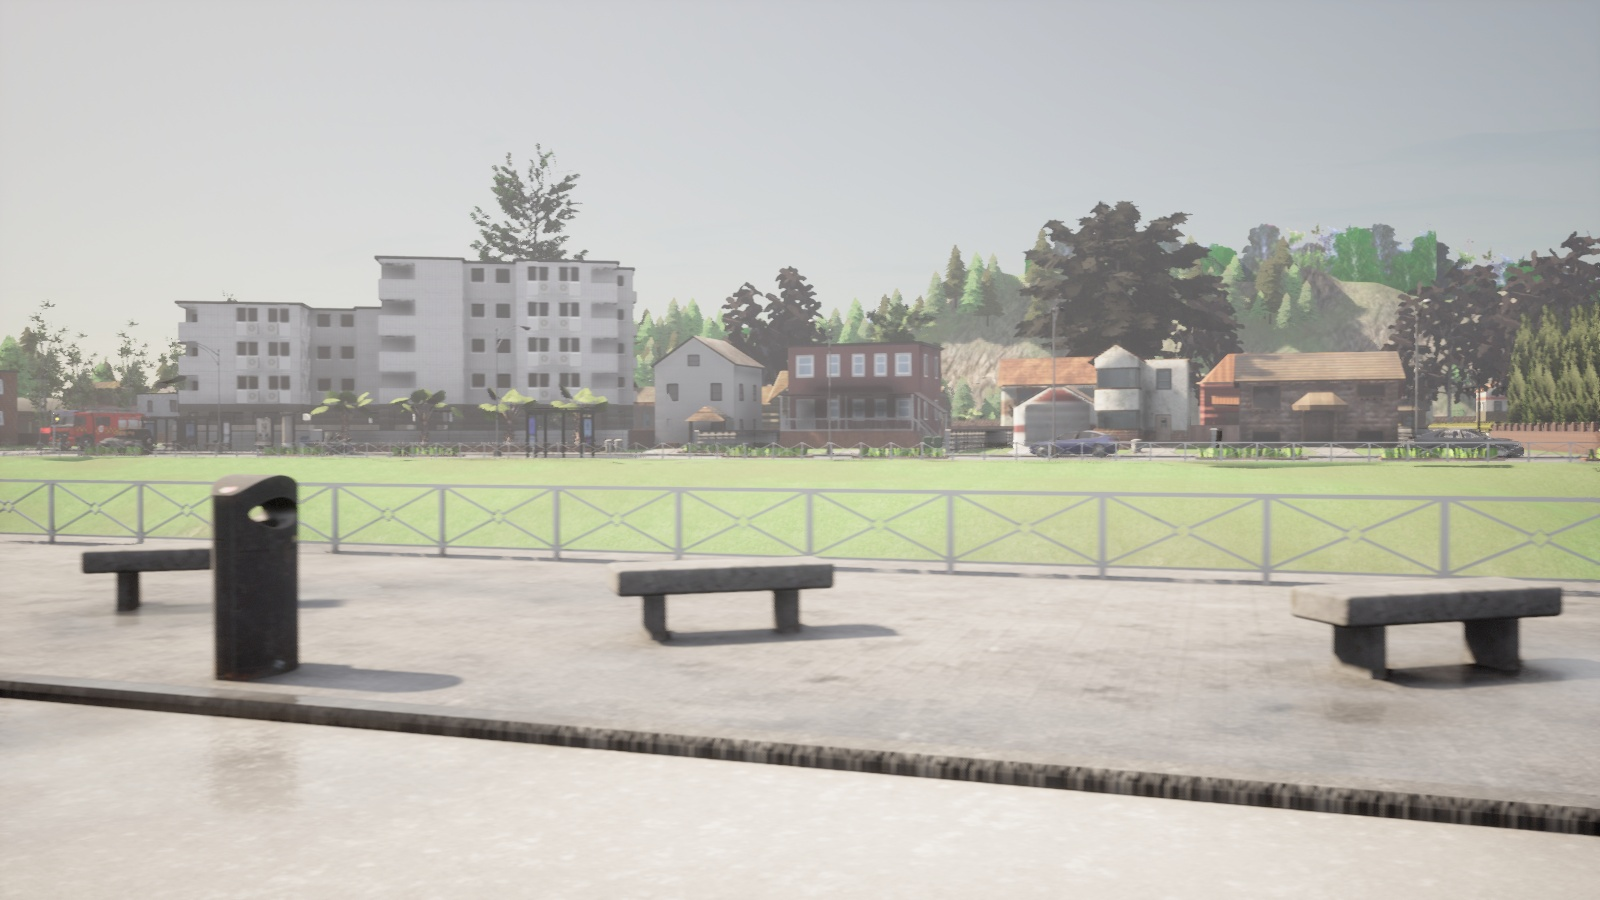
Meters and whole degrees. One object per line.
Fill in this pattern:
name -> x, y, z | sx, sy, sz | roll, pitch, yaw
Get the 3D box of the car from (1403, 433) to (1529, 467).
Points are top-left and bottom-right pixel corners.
car -> 30.885, -0.036, 58.413 | 4.902, 1.511, 2.128 | 1, 1, 19

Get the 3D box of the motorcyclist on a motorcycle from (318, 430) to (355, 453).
motorcyclist on a motorcycle -> -30.784, -0.590, 83.397 | 2.191, 1.530, 0.866 | 1, 1, 19

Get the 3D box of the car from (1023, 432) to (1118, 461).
car -> 14.688, -0.209, 68.087 | 4.792, 1.488, 2.163 | 1, 1, 19
